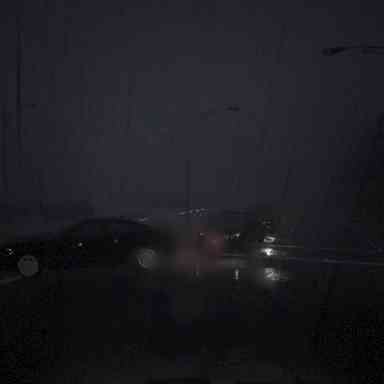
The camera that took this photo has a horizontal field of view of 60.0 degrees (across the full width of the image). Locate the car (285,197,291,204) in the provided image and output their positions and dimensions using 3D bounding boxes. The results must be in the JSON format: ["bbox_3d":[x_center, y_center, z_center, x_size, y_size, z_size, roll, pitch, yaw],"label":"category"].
[{"bbox_3d":[8.302,1.485,32.308,1.837,1.490,4.892,0,0,19],"label":"car"}]

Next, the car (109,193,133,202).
[{"bbox_3d":[-13.887,1.045,65.314,4.605,1.855,1.932,0,0,18],"label":"car"}]

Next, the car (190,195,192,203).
[{"bbox_3d":[-2.484,1.052,44.674,3.866,1.878,1.905,0,0,18],"label":"car"}]

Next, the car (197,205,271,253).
[{"bbox_3d":[1.794,1.514,13.916,1.812,1.442,4.674,0,0,24],"label":"car"}]

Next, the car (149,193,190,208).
[{"bbox_3d":[-3.018,1.073,41.788,4.605,1.855,1.932,0,0,18],"label":"car"}]

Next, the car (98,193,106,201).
[{"bbox_3d":[-20.299,1.013,70.935,3.866,1.878,1.905,0,0,18],"label":"car"}]

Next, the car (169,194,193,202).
[{"bbox_3d":[-2.187,1.256,68.705,4.514,1.523,2.007,0,0,18],"label":"car"}]

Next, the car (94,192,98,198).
[{"bbox_3d":[-21.937,1.297,67.978,3.806,1.475,1.970,0,0,18],"label":"car"}]

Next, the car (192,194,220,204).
[{"bbox_3d":[1.591,1.124,56.802,5.027,1.636,2.152,0,0,18],"label":"car"}]

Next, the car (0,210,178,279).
[{"bbox_3d":[-2.920,1.475,9.917,5.008,1.535,1.882,0,0,-19],"label":"car"}]

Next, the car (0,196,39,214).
[{"bbox_3d":[-15.152,1.355,29.404,3.806,1.475,1.970,0,0,18],"label":"car"}]

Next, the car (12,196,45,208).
[{"bbox_3d":[-21.752,1.273,44.273,3.633,1.501,1.845,0,0,18],"label":"car"}]

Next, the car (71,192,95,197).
[{"bbox_3d":[-18.529,1.248,53.732,4.514,1.523,2.007,0,0,18],"label":"car"}]

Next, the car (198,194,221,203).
[{"bbox_3d":[3.328,1.201,62.988,3.806,1.475,1.970,0,0,18],"label":"car"}]

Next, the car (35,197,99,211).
[{"bbox_3d":[-9.067,1.355,24.216,3.633,1.501,1.845,0,0,18],"label":"car"}]

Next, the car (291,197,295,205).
[{"bbox_3d":[16.694,1.537,57.277,1.994,1.385,4.181,0,0,19],"label":"car"}]

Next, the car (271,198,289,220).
[{"bbox_3d":[5.838,1.474,24.975,2.128,1.511,4.902,0,0,19],"label":"car"}]

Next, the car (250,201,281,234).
[{"bbox_3d":[3.934,1.489,19.327,1.837,1.490,4.892,0,0,19],"label":"car"}]
